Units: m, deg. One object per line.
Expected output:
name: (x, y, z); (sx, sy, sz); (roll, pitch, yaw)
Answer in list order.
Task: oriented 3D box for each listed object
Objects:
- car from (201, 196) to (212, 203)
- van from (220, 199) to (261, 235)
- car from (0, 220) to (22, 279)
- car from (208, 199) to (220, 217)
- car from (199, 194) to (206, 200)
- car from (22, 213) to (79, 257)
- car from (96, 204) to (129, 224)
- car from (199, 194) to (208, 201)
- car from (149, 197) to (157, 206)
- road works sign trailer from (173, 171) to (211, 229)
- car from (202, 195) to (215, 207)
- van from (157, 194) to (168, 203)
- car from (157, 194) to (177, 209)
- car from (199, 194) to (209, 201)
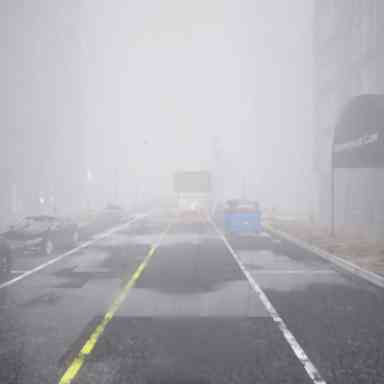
car: (2.706, 1.419, 63.946); (2.008, 1.369, 4.403); (0, 0, 0)
van: (2.695, 1.308, 18.407); (1.690, 1.788, 3.998); (0, 0, 0)
car: (-5.689, 1.429, 7.027); (1.967, 1.590, 4.097); (0, 0, 0)
car: (2.698, 1.527, 29.791); (1.802, 1.307, 4.206); (0, 0, 0)
car: (2.705, 1.436, 58.254); (2.008, 1.369, 4.403); (0, 0, 0)
car: (-5.687, 1.529, 12.720); (2.008, 1.369, 4.403); (0, 0, 0)
car: (-5.685, 1.538, 24.104); (1.802, 1.307, 4.206); (0, 0, 0)
car: (2.711, 1.250, 81.023); (1.967, 1.590, 4.097); (0, 0, 0)
car: (-5.677, 1.451, 52.567); (2.008, 1.369, 4.403); (0, 0, 0)
road works sign trailer: (0.005, 0.425, 21.425); (2.380, 3.560, 2.880); (0, 0, 0)
car: (2.702, 1.494, 46.869); (1.802, 1.307, 4.206); (0, 0, 0)
van: (-5.674, 1.210, 63.952); (1.690, 1.788, 3.998); (0, 0, 0)
car: (-3.076, 1.268, 44.495); (2.097, 1.767, 4.553); (0, 0, 0)
car: (2.710, 1.270, 75.331); (1.967, 1.590, 4.097); (0, 0, 0)
